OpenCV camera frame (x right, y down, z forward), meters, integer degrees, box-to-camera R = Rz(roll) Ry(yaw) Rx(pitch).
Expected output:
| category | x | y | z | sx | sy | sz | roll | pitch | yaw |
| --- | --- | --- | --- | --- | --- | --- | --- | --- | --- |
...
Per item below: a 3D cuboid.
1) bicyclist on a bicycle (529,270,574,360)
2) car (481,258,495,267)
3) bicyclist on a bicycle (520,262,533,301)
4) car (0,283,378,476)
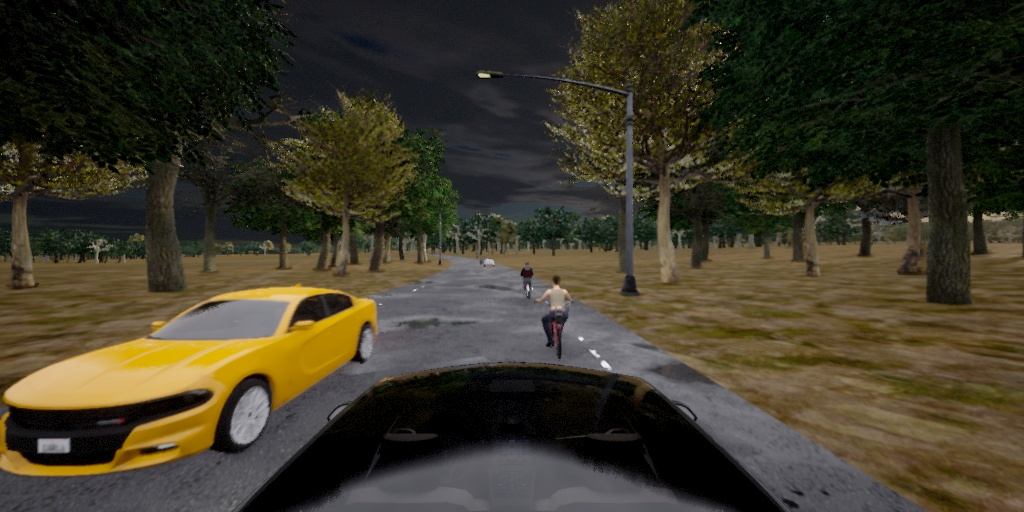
| category | x | y | z | sx | sy | sz | roll | pitch | yaw |
| --- | --- | --- | --- | --- | --- | --- | --- | --- | --- |
| bicyclist on a bicycle | 0.896 | 1.193 | 7.412 | 0.866 | 1.612 | 1.509 | 0 | 1 | -1 |
| car | -4.138 | 1.150 | 64.166 | 1.812 | 1.442 | 4.674 | 0 | 0 | -7 |
| bicyclist on a bicycle | 0.681 | 1.132 | 16.345 | 0.659 | 1.776 | 1.843 | 0 | 0 | -2 |
| car | -3.655 | 1.232 | 5.336 | 1.882 | 1.535 | 5.008 | 0 | 0 | -1 |
